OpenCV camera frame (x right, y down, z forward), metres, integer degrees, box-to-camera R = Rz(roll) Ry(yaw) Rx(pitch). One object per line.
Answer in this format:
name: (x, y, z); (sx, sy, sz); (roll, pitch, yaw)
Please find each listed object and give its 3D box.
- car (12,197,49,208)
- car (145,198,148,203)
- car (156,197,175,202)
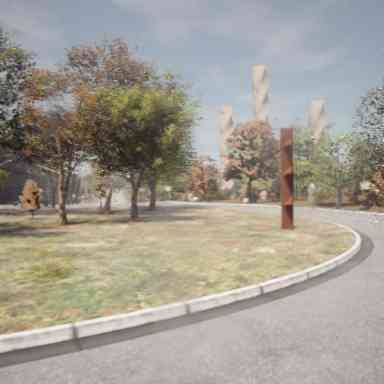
car: (-24.165, 1.563, 49.936); (4.892, 1.490, 1.837); (2, -1, -23)
car: (-9.402, 2.496, 91.559); (5.366, 1.575, 1.946); (-2, -2, -13)
car: (-6.682, 1.966, 80.893); (4.892, 1.521, 2.231); (-2, -3, -13)
